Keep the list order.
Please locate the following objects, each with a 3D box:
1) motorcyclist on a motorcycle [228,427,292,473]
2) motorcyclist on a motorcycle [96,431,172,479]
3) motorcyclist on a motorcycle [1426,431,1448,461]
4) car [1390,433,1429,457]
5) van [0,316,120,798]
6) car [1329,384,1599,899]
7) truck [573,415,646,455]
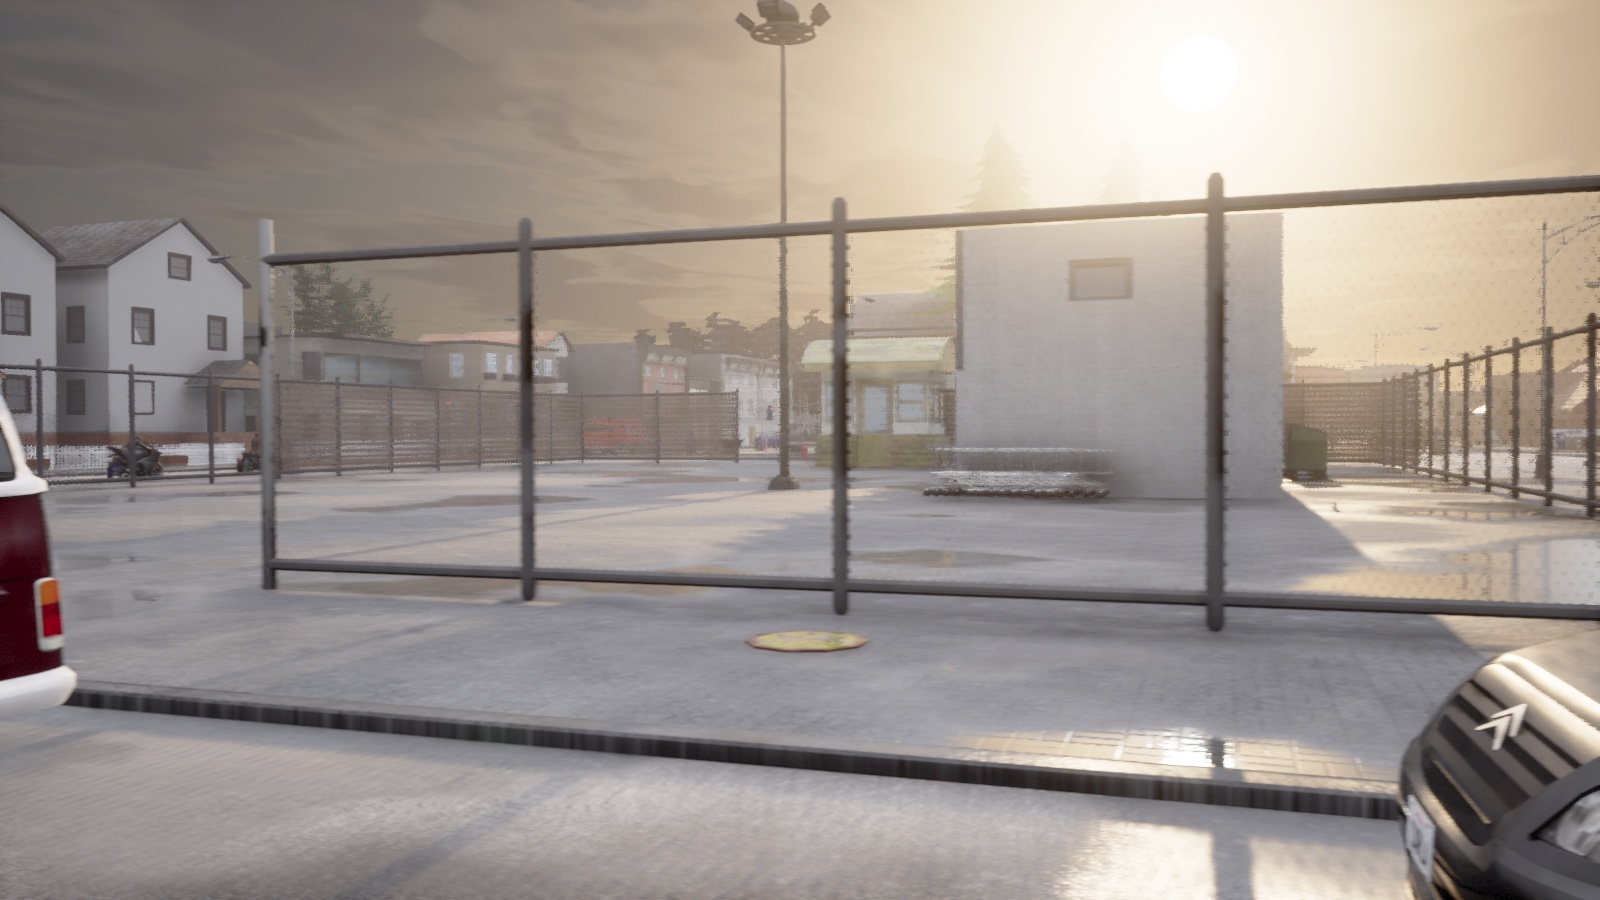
[{"bbox_3d":[-19.946,-0.024,46.466,0.766,1.649,2.350,1,1,20],"label":"motorcyclist on a motorcycle"},{"bbox_3d":[-21.742,0.141,41.048,0.866,1.530,2.191,0,1,19],"label":"motorcyclist on a motorcycle"},{"bbox_3d":[36.523,-0.245,72.012,0.766,1.649,2.350,0,1,18],"label":"motorcyclist on a motorcycle"},{"bbox_3d":[40.225,-0.343,82.975,1.845,1.501,3.633,0,1,19],"label":"car"},{"bbox_3d":[-5.643,0.443,5.615,4.480,2.038,2.069,0,1,19],"label":"van"},{"bbox_3d":[3.368,0.695,2.583,3.988,1.617,1.851,0,1,16],"label":"car"},{"bbox_3d":[-12.310,-0.994,81.492,2.627,2.467,5.204,0,1,19],"label":"truck"}]
